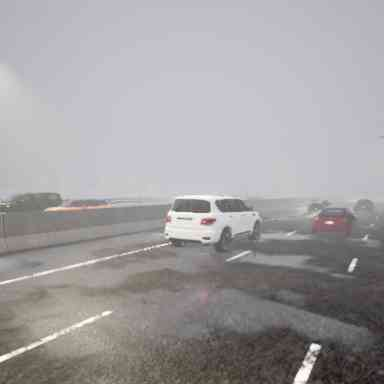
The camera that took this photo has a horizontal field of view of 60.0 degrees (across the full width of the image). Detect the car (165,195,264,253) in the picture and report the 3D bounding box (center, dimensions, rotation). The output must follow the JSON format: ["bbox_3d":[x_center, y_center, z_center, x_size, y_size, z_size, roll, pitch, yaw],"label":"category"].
[{"bbox_3d":[1.115,1.158,13.817,2.150,2.045,5.566,1,0,31],"label":"car"}]

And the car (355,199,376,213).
[{"bbox_3d":[19.651,1.518,37.900,1.812,1.442,4.674,1,0,31],"label":"car"}]

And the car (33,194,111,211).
[{"bbox_3d":[-7.121,1.186,20.895,2.097,1.767,4.553,1,0,31],"label":"car"}]

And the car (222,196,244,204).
[{"bbox_3d":[7.197,1.417,57.990,1.895,1.301,4.718,1,0,32],"label":"car"}]

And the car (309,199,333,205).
[{"bbox_3d":[13.256,1.442,34.130,2.128,1.511,4.902,1,0,31],"label":"car"}]

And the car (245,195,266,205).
[{"bbox_3d":[10.966,1.351,57.415,1.837,1.490,4.892,1,0,32],"label":"car"}]

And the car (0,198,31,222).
[{"bbox_3d":[-14.055,1.258,22.915,2.128,1.511,4.902,1,0,30],"label":"car"}]

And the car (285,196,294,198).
[{"bbox_3d":[18.778,1.468,63.231,1.994,1.385,4.181,1,0,30],"label":"car"}]

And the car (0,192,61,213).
[{"bbox_3d":[-10.862,1.022,21.446,2.150,2.045,5.566,1,0,30],"label":"car"}]

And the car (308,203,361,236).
[{"bbox_3d":[8.081,1.535,18.715,1.994,1.385,4.181,1,0,31],"label":"car"}]
